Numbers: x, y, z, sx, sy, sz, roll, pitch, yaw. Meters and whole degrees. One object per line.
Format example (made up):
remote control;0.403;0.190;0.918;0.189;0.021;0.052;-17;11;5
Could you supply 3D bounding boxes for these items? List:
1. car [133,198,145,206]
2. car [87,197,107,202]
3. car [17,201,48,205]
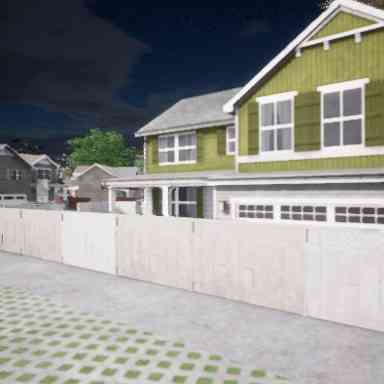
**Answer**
car;-7.516;1.674;48.575;1.812;1.442;4.674;0;0;22
car;-11.079;1.458;38.944;2.097;1.767;4.553;0;0;20
car;-14.322;1.569;29.264;1.837;1.490;4.892;0;0;18
